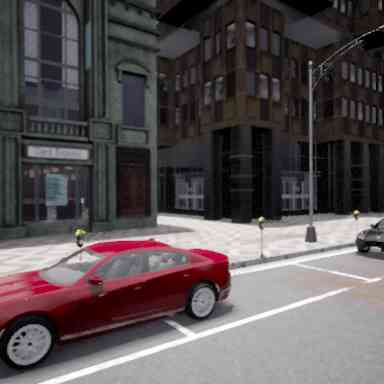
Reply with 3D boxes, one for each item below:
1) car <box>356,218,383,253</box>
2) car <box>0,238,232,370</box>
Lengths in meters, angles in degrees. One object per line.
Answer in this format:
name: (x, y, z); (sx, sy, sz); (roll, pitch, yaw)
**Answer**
car: (7.841, 1.518, 12.245); (4.313, 1.339, 1.947); (0, 0, -36)
car: (-1.336, 1.537, 5.698); (4.507, 1.381, 1.887); (0, 0, -36)
